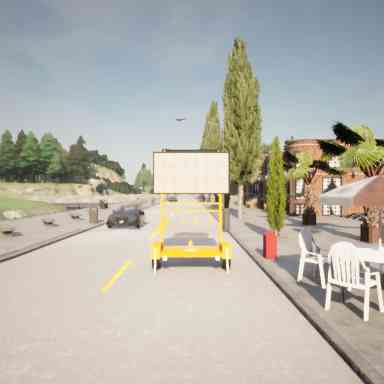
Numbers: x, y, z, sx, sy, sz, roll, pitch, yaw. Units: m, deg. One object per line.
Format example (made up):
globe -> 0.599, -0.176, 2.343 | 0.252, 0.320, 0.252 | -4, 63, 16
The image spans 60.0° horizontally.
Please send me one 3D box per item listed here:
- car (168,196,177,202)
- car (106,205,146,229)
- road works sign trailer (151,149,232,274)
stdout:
car -> -4.154, 1.547, 72.282 | 2.033, 1.411, 5.357 | 0, 0, 0
car -> -4.147, 1.564, 21.558 | 1.994, 1.385, 4.181 | 0, 0, 0
road works sign trailer -> -0.022, 0.464, 10.529 | 2.380, 3.560, 2.880 | 0, 0, 0
